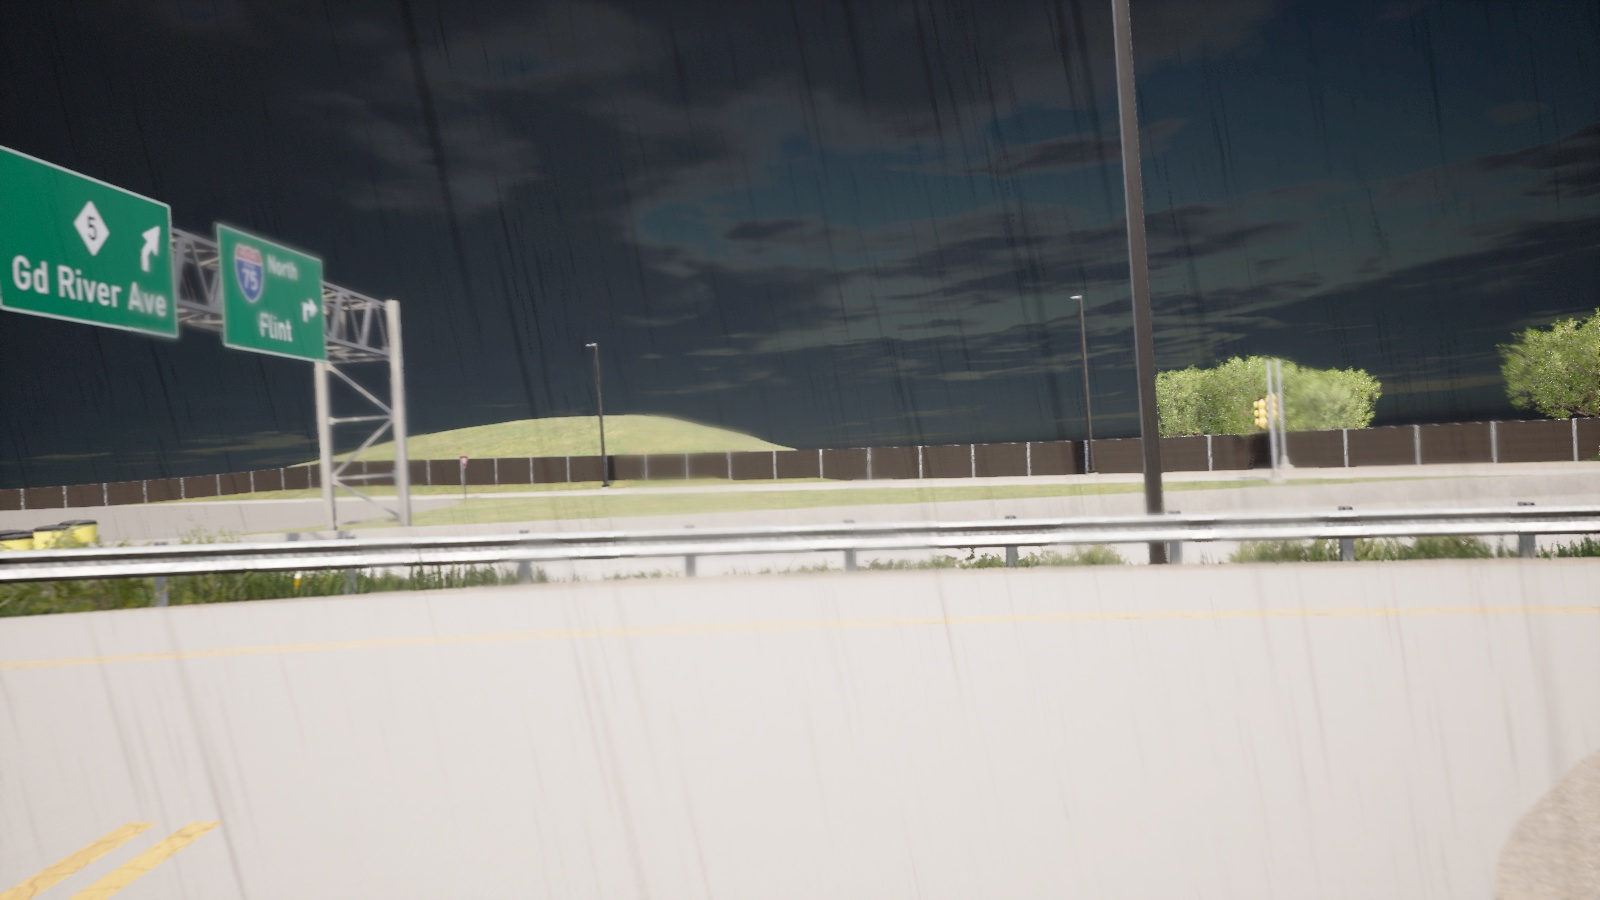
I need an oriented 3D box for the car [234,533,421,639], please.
[{"bbox_3d":[-7.164,2.050,19.182,2.207,1.376,1.481,-3,0,3],"label":"car"}]
